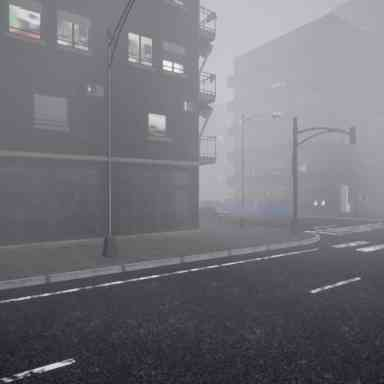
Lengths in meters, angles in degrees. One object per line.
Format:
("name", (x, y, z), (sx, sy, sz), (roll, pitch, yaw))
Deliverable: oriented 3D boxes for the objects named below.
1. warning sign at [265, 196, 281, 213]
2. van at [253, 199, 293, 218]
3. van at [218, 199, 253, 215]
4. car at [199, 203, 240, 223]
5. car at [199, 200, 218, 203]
("warning sign", (9.018, 1.400, 36.966), (1.300, 1.860, 1.060), (1, 0, -36))
("van", (8.527, 1.602, 33.577), (1.690, 1.788, 3.998), (-1, 0, -36))
("van", (5.211, 1.676, 38.092), (1.690, 1.788, 3.998), (-1, 0, -36))
("car", (1.789, 1.874, 28.659), (1.802, 1.307, 4.206), (-1, 0, -36))
("car", (1.676, 1.729, 38.551), (2.097, 1.767, 4.553), (0, -1, -36))
